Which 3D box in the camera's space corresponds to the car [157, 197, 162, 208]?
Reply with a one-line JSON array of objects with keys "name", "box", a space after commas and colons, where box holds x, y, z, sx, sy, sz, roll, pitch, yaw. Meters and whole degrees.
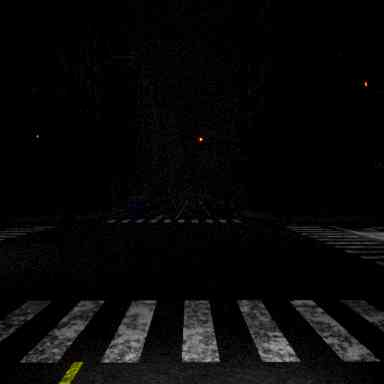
[{"name": "car", "box": [-5.619, 1.569, 44.792, 1.947, 1.339, 4.313, 0, 0, 0]}]

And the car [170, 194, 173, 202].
[{"name": "car", "box": [-5.496, 1.566, 67.465, 1.947, 1.339, 4.313, 0, 0, 0]}]

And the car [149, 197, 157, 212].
[{"name": "car", "box": [-5.650, 1.443, 39.124, 1.967, 1.590, 4.097, 0, 0, 0]}]

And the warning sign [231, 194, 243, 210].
[{"name": "warning sign", "box": [5.278, 1.118, 39.392, 1.300, 1.860, 1.060, 0, 0, 0]}]

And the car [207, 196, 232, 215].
[{"name": "car", "box": [2.845, 1.442, 33.411, 1.967, 1.590, 4.097, 0, 0, 0]}]

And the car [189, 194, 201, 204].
[{"name": "car", "box": [0.344, 1.565, 63.785, 1.994, 1.385, 4.181, 0, 0, 0]}]

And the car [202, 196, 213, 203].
[{"name": "car", "box": [3.030, 1.551, 67.427, 2.008, 1.369, 4.403, 0, 0, 0]}]

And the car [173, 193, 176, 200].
[{"name": "car", "box": [-5.435, 1.522, 78.631, 1.752, 1.417, 4.829, 0, 0, 0]}]

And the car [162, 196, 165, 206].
[{"name": "car", "box": [-5.589, 1.585, 50.460, 1.802, 1.307, 4.206, 0, 0, 0]}]

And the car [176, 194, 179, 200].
[{"name": "car", "box": [-5.373, 1.307, 90.138, 2.192, 1.841, 5.009, 0, 0, 0]}]

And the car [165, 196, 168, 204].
[{"name": "car", "box": [-5.558, 1.568, 56.129, 1.947, 1.339, 4.313, 0, 0, 0]}]

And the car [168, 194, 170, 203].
[{"name": "car", "box": [-5.528, 1.527, 61.627, 1.752, 1.417, 4.829, 0, 0, 0]}]

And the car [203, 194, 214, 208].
[{"name": "car", "box": [2.906, 1.443, 44.749, 1.967, 1.590, 4.097, 0, 0, 0]}]

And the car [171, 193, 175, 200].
[{"name": "car", "box": [-5.465, 1.543, 73.133, 1.887, 1.381, 4.507, 0, 0, 0]}]

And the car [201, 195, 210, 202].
[{"name": "car", "box": [3.091, 1.437, 78.765, 1.967, 1.590, 4.097, 0, 0, 0]}]

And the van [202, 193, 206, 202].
[{"name": "van", "box": [2.968, 1.344, 56.088, 1.690, 1.788, 3.998, 0, 0, 0]}]

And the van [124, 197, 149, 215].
[{"name": "van", "box": [-5.681, 1.343, 33.456, 1.690, 1.788, 3.998, 0, 0, 0]}]
